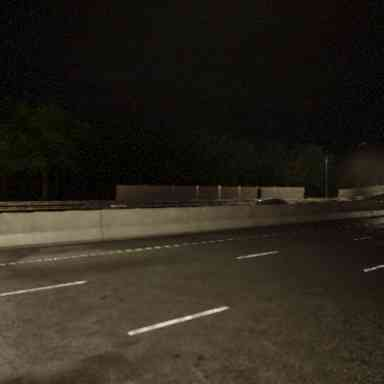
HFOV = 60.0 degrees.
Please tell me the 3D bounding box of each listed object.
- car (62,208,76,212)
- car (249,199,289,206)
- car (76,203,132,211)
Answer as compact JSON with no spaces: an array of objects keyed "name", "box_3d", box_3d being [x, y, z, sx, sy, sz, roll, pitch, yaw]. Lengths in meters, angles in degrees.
[{"name":"car","box_3d":[-8.180,1.605,28.246,5.357,1.411,2.033,0,0,-35]},{"name":"car","box_3d":[6.284,1.606,29.950,5.357,1.411,2.033,0,0,-35]},{"name":"car","box_3d":[-6.033,1.652,25.476,4.718,1.301,1.895,0,0,-35]}]
